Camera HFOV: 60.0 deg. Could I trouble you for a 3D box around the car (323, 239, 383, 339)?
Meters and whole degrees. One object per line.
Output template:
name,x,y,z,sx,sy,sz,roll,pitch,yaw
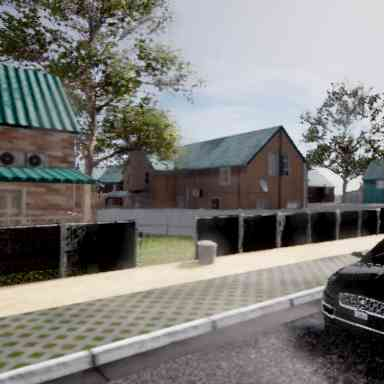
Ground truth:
car,4.428,1.548,6.227,4.892,1.490,1.837,0,0,-35
